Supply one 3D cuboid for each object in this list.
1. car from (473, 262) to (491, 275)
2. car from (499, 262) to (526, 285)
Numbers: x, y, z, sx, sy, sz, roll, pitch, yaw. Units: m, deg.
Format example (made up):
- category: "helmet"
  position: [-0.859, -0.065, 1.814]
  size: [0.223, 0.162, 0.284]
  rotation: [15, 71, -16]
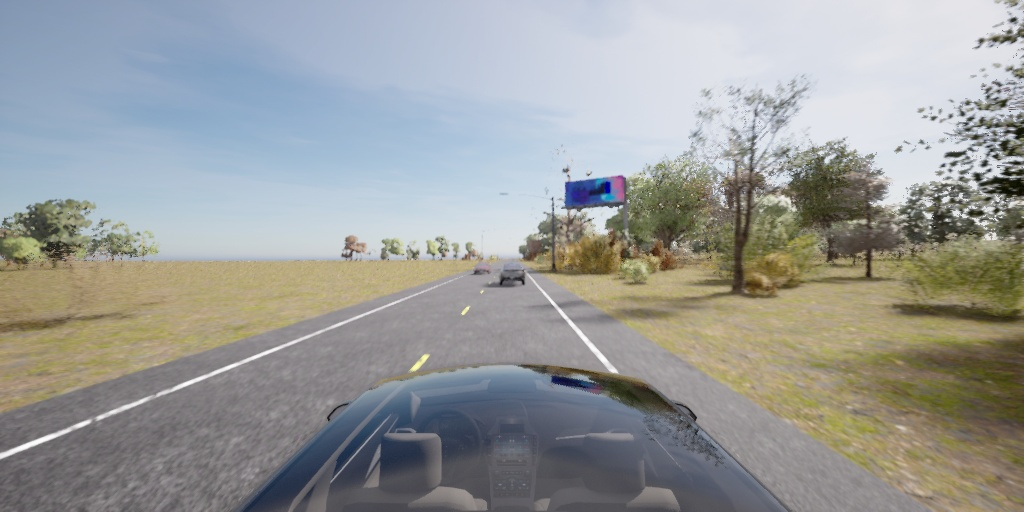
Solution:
- category: "car"
  position: [-3.473, 1.442, 42.616]
  size: [1.812, 1.442, 4.674]
  rotation: [-1, 0, 0]
- category: "car"
  position: [0.038, 1.312, 26.923]
  size: [2.128, 1.511, 4.902]
  rotation: [-1, 0, 1]
